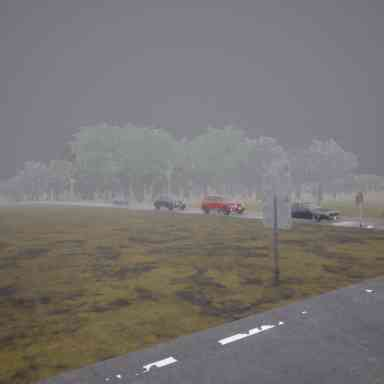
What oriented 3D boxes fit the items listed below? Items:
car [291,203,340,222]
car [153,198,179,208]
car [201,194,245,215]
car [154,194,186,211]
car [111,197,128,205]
[{"bbox_3d":[9.260,1.606,27.350,2.033,1.411,5.357,-2,1,-36],"label":"car"},{"bbox_3d":[-3.982,1.629,50.736,1.812,1.442,4.674,-2,1,-36],"label":"car"},{"bbox_3d":[3.202,1.304,35.732,2.150,2.045,5.566,-2,1,-35],"label":"car"},{"bbox_3d":[-3.061,1.362,44.417,2.150,2.045,5.566,-2,1,-36],"label":"car"},{"bbox_3d":[-14.074,1.776,64.720,2.128,1.511,4.902,-2,0,-36],"label":"car"}]
